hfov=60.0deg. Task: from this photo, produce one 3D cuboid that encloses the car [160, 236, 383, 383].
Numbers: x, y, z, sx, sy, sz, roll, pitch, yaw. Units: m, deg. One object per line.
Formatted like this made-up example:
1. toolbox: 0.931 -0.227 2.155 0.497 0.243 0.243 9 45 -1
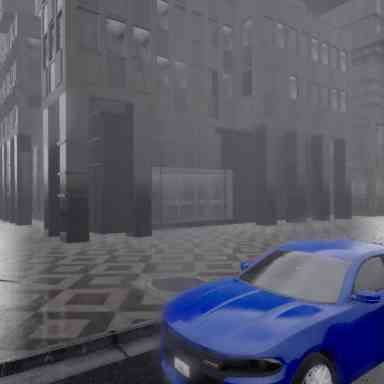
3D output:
1. car: 1.914 1.477 4.805 5.008 1.535 1.882 0 0 -36
